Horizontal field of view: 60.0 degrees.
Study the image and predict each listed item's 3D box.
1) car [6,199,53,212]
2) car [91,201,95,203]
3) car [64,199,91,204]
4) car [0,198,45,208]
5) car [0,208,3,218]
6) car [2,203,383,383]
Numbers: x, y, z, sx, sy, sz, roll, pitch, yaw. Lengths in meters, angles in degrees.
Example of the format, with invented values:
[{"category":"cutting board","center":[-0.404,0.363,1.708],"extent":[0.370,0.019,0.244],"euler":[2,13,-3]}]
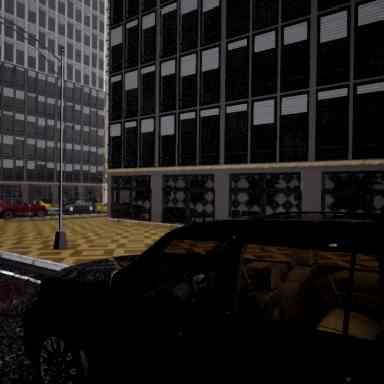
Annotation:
[{"category":"car","center":[-19.632,1.640,40.456],"extent":[1.752,1.417,4.829],"euler":[1,0,37]},{"category":"car","center":[-9.337,1.828,40.263],"extent":[1.752,1.417,4.829],"euler":[1,0,37]},{"category":"car","center":[-14.697,1.703,42.739],"extent":[1.837,1.490,4.892],"euler":[1,0,37]},{"category":"car","center":[-16.161,1.517,31.071],"extent":[2.192,1.841,5.009],"euler":[1,0,37]},{"category":"car","center":[-7.318,1.347,8.929],"extent":[4.553,1.767,2.097],"euler":[0,0,36]},{"category":"car","center":[0.665,1.221,3.209],"extent":[5.566,2.045,2.150],"euler":[0,0,36]}]
